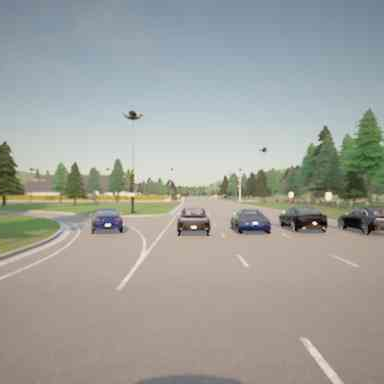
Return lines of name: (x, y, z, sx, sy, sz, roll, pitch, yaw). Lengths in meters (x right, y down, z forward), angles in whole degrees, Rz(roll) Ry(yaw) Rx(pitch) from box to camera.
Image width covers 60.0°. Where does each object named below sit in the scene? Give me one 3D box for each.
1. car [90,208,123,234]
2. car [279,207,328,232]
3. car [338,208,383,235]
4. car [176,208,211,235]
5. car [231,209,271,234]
car: (-5.405, 1.732, 20.979, 1.812, 1.442, 4.674, 0, -1, -17)
car: (7.095, 1.692, 21.685, 1.882, 1.535, 5.008, 0, -1, 0)
car: (10.595, 1.690, 20.083, 2.128, 1.511, 4.902, 0, -1, 0)
car: (0.096, 1.689, 20.081, 2.128, 1.511, 4.902, 0, -1, 0)
car: (3.594, 1.770, 20.892, 1.994, 1.385, 4.181, 0, -1, 0)
